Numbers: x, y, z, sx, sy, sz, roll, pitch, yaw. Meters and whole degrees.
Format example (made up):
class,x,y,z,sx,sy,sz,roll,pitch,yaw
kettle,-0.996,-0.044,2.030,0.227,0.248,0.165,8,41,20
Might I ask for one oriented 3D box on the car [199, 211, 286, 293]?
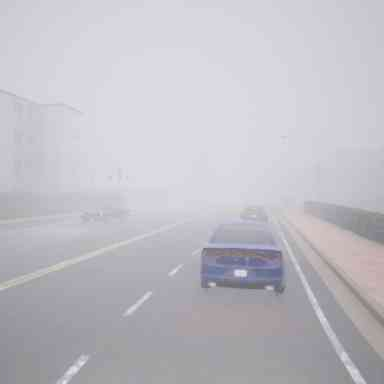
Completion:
class,x,y,z,sx,sy,sz,roll,pitch,yaw
car,1.414,1.510,9.101,1.882,1.535,5.008,1,-1,10

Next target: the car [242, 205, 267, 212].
class,x,y,z,sx,sy,sz,roll,pitch,yaw
car,4.709,1.661,25.232,1.994,1.385,4.181,1,0,12

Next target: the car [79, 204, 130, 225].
class,x,y,z,sx,sy,sz,roll,pitch,yaw
car,-6.295,1.574,24.466,1.895,1.301,4.718,1,0,12
